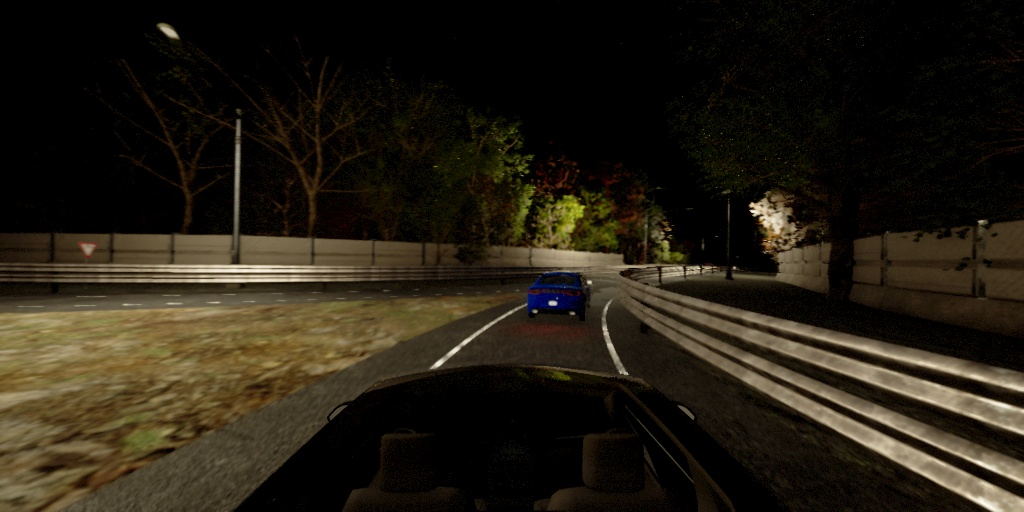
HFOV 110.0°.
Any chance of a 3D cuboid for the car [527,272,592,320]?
[{"bbox_3d":[1.896,1.326,13.397,1.882,1.535,5.008,0,0,15],"label":"car"}]
